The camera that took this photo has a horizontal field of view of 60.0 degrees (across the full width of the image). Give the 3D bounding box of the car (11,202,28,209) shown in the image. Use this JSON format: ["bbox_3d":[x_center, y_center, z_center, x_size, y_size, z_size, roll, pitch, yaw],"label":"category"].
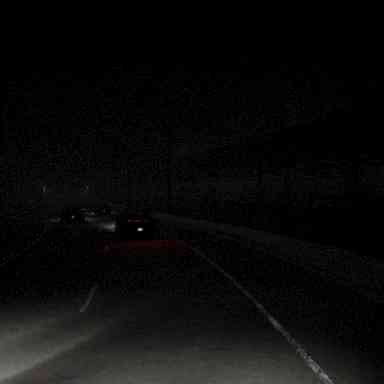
[{"bbox_3d":[-24.418,1.984,47.307,1.812,1.442,4.674,-1,-1,-20],"label":"car"}]

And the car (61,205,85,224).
[{"bbox_3d":[-10.558,1.929,29.491,1.882,1.535,5.008,-1,0,-19],"label":"car"}]

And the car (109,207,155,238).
[{"bbox_3d":[-3.392,1.729,19.315,2.128,1.511,4.902,-1,-1,-17],"label":"car"}]

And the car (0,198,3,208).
[{"bbox_3d":[-27.710,1.720,46.109,2.150,2.045,5.566,-1,-1,-20],"label":"car"}]

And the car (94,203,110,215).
[{"bbox_3d":[-11.269,2.124,41.969,1.812,1.442,4.674,-1,-1,-20],"label":"car"}]
